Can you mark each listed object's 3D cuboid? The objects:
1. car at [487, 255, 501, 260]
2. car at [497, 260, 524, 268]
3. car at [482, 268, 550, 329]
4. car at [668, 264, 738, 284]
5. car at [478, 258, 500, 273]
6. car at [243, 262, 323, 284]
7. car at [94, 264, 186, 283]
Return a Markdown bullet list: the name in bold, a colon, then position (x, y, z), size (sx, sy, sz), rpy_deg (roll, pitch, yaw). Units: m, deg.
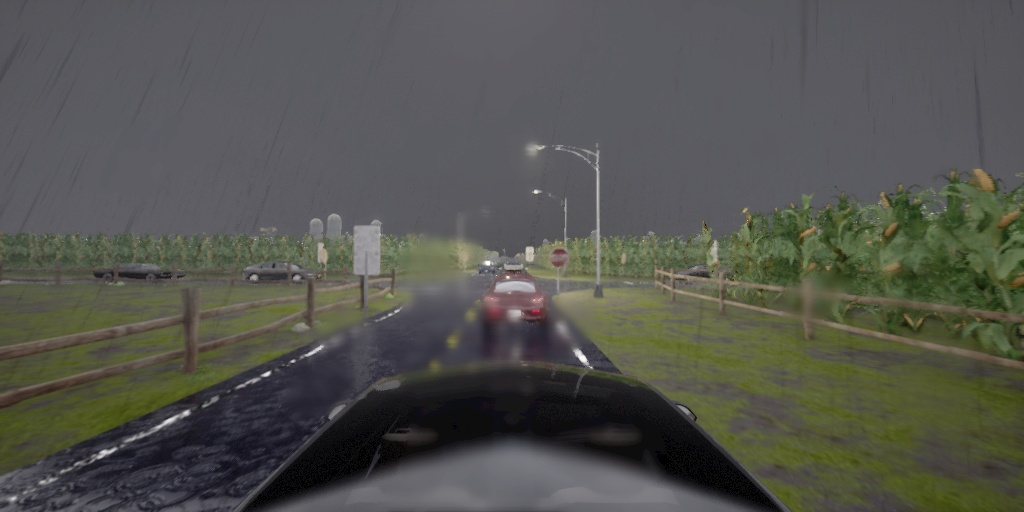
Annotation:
- **car**: position (-2.817, 0.919, 53.157), size (2.150, 2.045, 5.566), rpy_deg (0, 0, 0)
- **car**: position (0.109, 1.247, 25.996), size (1.837, 1.490, 4.892), rpy_deg (0, 0, 0)
- **car**: position (0.099, 1.271, 11.146), size (1.812, 1.442, 4.674), rpy_deg (0, 0, 0)
- **car**: position (14.458, 1.356, 27.293), size (4.892, 1.490, 1.837), rpy_deg (0, -1, 1)
- **car**: position (-2.832, 1.261, 42.096), size (2.033, 1.411, 5.357), rpy_deg (0, 0, 0)
- **car**: position (-15.660, 1.139, 24.647), size (4.892, 1.490, 1.837), rpy_deg (0, -1, 1)
- **car**: position (-25.537, 1.181, 24.747), size (4.718, 1.301, 1.895), rpy_deg (0, -1, 0)
